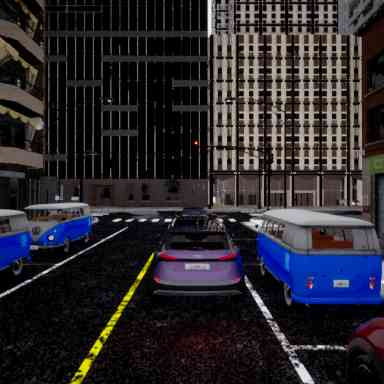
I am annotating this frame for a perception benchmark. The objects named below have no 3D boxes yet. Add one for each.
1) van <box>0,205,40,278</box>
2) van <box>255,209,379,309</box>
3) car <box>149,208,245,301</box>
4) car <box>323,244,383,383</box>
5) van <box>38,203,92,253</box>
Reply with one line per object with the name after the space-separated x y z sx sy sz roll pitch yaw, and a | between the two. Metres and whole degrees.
-5.306 1.343 7.585 1.690 1.788 3.998 0 0 0 | van
2.574 1.343 7.586 1.690 1.788 3.998 0 0 0 | van
0.105 1.432 8.343 2.033 1.649 4.856 0 0 0 | car
2.570 1.440 1.895 1.967 1.590 4.097 0 0 0 | car
-5.303 1.345 13.274 1.690 1.788 3.998 0 0 0 | van
